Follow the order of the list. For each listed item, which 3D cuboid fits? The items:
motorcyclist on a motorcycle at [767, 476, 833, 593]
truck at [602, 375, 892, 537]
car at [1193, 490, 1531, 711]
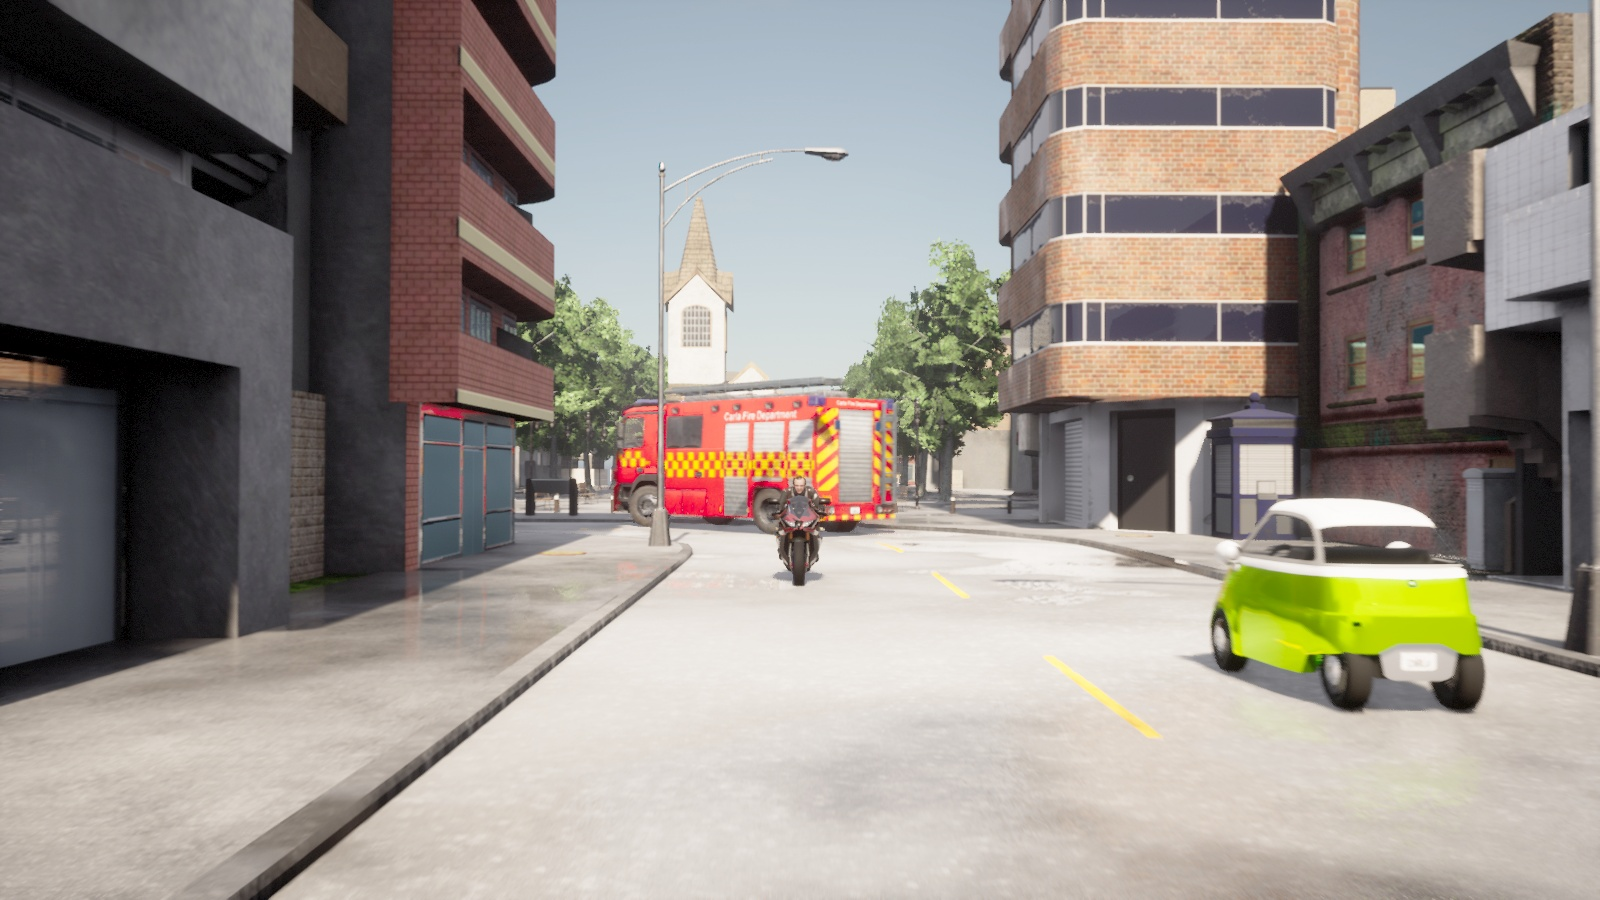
[{"bbox_3d":[-0.002,1.148,17.816,0.866,1.530,2.191,0,-1,0],"label":"motorcyclist on a motorcycle"},{"bbox_3d":[-1.652,0.221,33.590,2.891,3.827,8.468,1,-1,-43],"label":"truck"},{"bbox_3d":[3.975,1.008,9.219,1.481,1.376,2.207,0,-1,0],"label":"car"}]
